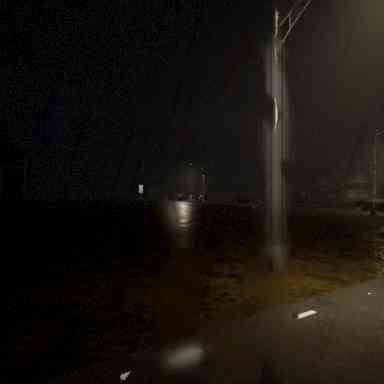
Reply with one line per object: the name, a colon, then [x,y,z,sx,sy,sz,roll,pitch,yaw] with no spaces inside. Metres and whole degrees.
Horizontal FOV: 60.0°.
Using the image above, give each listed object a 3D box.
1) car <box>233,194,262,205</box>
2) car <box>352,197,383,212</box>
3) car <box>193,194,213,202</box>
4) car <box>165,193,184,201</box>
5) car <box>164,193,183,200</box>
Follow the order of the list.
car: [7.992,1.127,48.100,1.837,1.490,4.892,2,0,-35]
car: [18.557,1.308,33.025,1.882,1.535,5.008,2,0,-34]
car: [2.043,1.098,62.709,1.837,1.490,4.892,2,-1,-35]
car: [-3.463,1.005,64.424,1.837,1.490,4.892,2,-1,-35]
car: [-3.999,0.954,71.235,1.895,1.301,4.718,2,-1,-35]
